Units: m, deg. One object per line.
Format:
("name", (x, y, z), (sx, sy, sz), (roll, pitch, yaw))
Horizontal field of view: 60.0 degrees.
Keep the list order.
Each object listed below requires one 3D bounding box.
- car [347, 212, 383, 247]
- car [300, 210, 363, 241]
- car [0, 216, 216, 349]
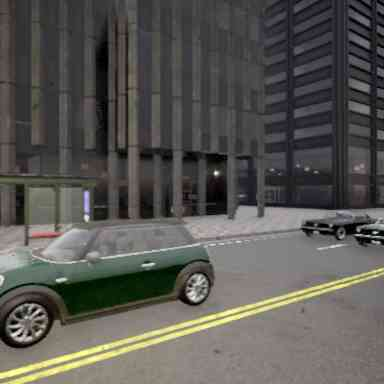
("car", (8.817, 1.610, 13.956), (4.718, 1.301, 1.895), (0, 0, -35))
("car", (7.670, 1.612, 17.022), (4.718, 1.301, 1.895), (0, 0, -36))
("car", (-1.791, 1.353, 6.395), (4.553, 1.767, 2.097), (0, 0, -35))
